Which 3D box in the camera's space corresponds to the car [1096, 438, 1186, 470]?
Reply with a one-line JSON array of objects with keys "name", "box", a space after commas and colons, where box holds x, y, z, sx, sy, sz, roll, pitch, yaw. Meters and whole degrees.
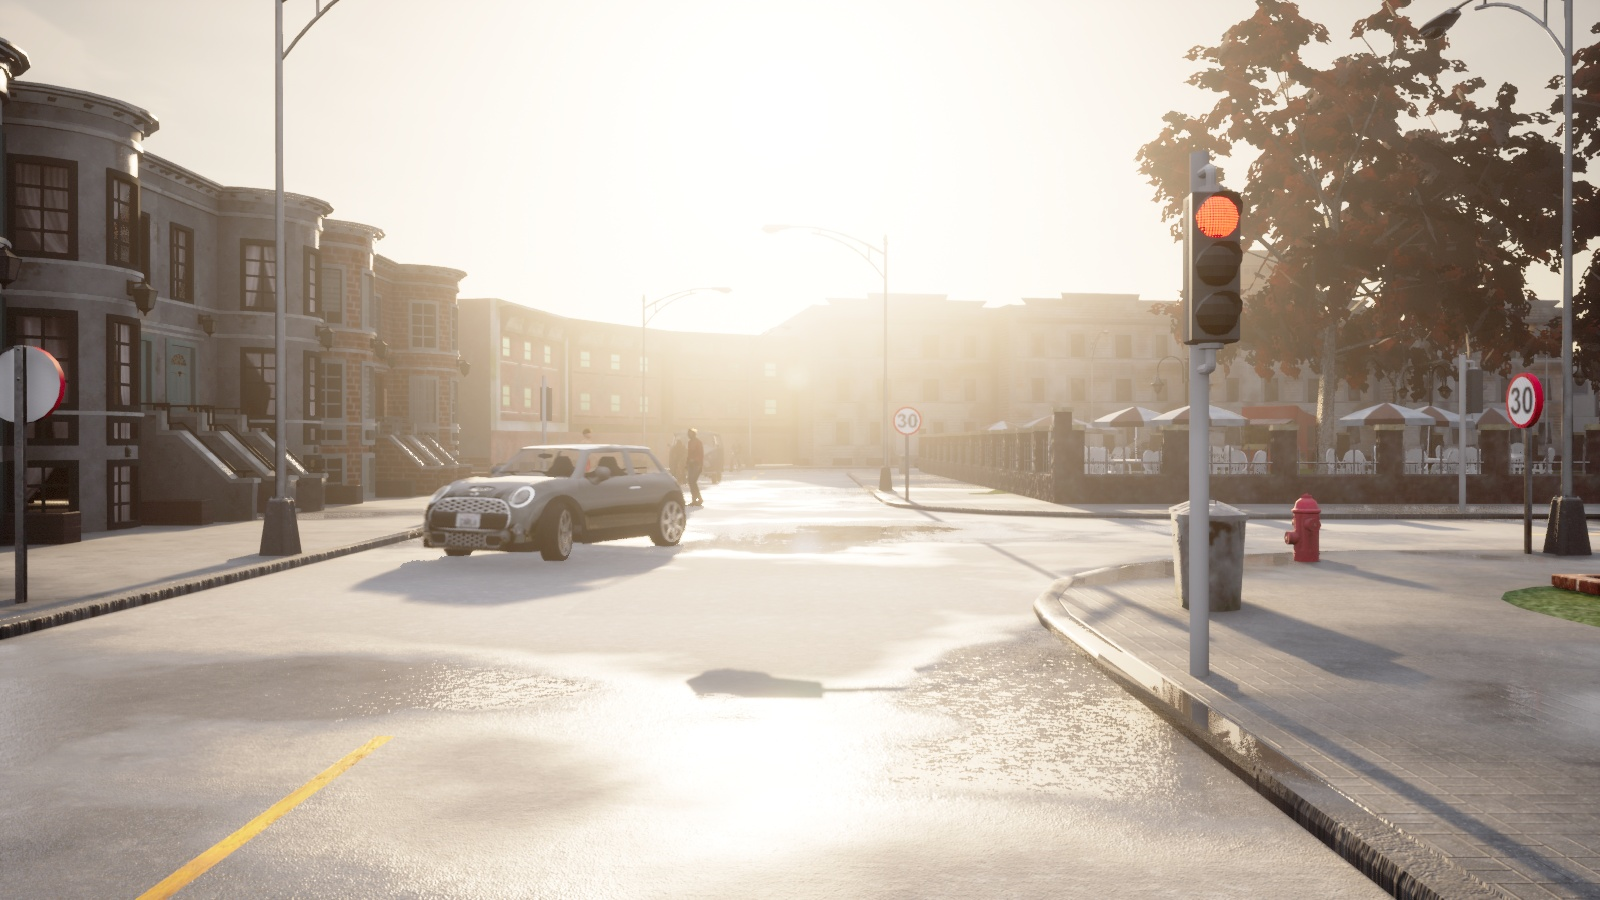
[{"name": "car", "box": [19.389, 0.217, 71.536, 4.553, 1.767, 2.097, 0, 0, 0]}]

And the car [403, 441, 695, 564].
[{"name": "car", "box": [-3.279, 0.613, 17.129, 1.970, 1.475, 3.806, 0, 0, 27]}]

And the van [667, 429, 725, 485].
[{"name": "van", "box": [-3.846, 0.230, 47.095, 1.775, 1.987, 4.442, 0, 0, 0]}]

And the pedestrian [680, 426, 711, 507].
[{"name": "pedestrian", "box": [-2.415, 0.374, 29.052, 0.331, 1.846, 0.636, 0, 0, 45]}]
